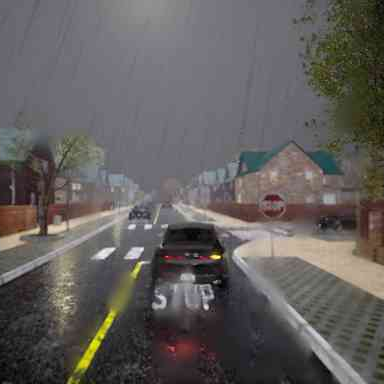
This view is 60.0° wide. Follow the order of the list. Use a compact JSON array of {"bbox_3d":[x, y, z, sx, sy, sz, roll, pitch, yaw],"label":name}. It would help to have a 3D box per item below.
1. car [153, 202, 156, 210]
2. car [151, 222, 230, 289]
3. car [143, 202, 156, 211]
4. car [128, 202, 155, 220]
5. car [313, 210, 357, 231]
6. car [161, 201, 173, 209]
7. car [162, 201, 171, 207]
[{"bbox_3d":[-5.850,2.117,42.464,2.033,1.411,5.357,0,-1,-5],"label":"car"},{"bbox_3d":[0.018,1.616,9.529,1.837,1.490,4.892,0,-1,3],"label":"car"},{"bbox_3d":[-6.847,2.301,54.055,1.812,1.442,4.674,0,-1,-4],"label":"car"},{"bbox_3d":[-4.944,1.970,32.190,1.994,1.385,4.181,0,-1,-4],"label":"car"},{"bbox_3d":[10.313,1.785,21.372,4.718,1.301,1.895,0,-2,-6],"label":"car"},{"bbox_3d":[-4.631,2.414,61.224,1.837,1.490,4.892,0,-1,-5],"label":"car"},{"bbox_3d":[-5.538,2.609,71.630,1.895,1.301,4.718,0,-1,-5],"label":"car"}]
